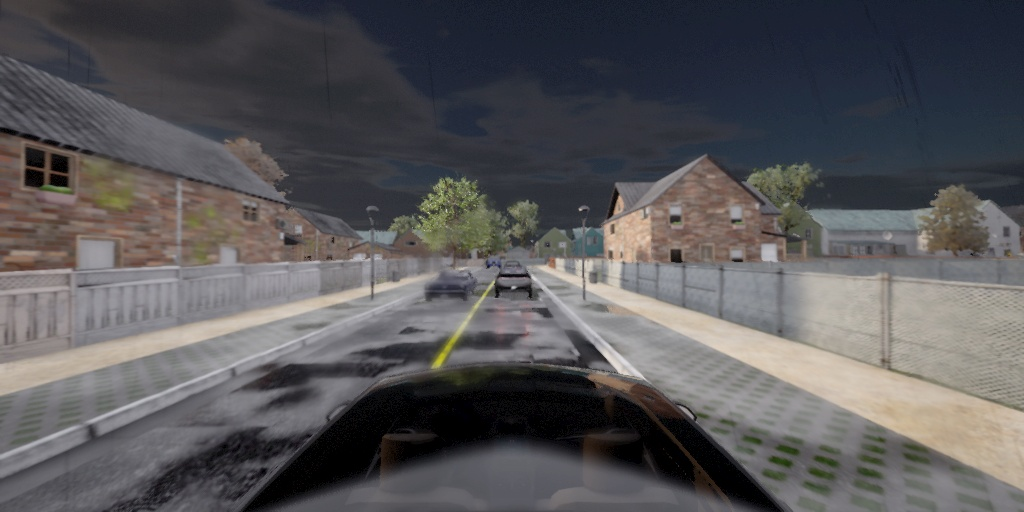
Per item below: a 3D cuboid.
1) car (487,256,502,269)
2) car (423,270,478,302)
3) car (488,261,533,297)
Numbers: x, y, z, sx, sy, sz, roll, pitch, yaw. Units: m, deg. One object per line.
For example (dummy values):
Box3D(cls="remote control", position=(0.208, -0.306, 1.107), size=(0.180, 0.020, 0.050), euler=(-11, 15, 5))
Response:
Box3D(cls="car", position=(-2.794, 0.944, 57.404), size=(2.150, 2.045, 5.566), euler=(0, 0, 0))
Box3D(cls="car", position=(-2.761, 1.339, 16.909), size=(1.895, 1.301, 4.718), euler=(0, 0, 0))
Box3D(cls="car", position=(0.079, 1.226, 18.626), size=(2.128, 1.511, 4.902), euler=(0, 0, 0))
